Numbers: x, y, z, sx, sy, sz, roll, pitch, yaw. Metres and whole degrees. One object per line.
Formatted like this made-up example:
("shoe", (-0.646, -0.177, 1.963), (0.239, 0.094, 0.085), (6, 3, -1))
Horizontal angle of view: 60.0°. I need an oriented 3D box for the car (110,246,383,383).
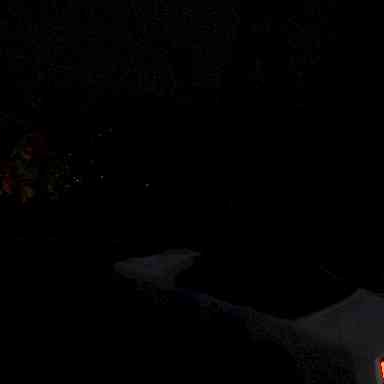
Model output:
("car", (0.615, 1.503, 4.981), (1.895, 1.301, 4.718), (-1, 1, -41))
